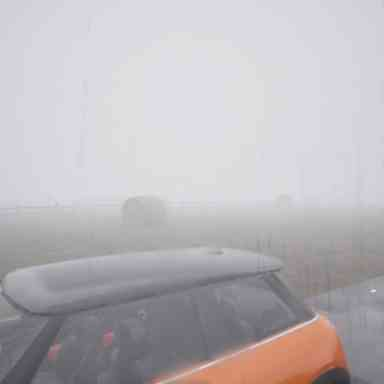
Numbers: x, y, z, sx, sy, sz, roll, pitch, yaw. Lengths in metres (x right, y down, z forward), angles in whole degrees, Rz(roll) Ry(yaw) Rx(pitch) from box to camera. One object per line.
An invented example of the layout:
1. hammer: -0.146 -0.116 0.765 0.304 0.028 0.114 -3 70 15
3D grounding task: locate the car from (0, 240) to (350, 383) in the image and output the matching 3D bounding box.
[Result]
1. car: -0.883 1.352 2.422 4.553 1.767 2.097 0 0 -35
